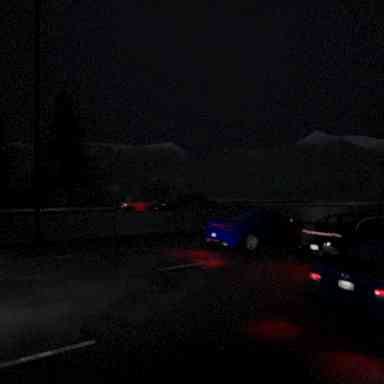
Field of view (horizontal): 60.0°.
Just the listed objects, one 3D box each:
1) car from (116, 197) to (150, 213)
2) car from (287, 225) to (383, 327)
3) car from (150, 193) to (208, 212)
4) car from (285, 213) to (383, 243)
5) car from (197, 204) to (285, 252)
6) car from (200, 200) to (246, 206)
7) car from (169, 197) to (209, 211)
[{"bbox_3d":[-5.254,1.280,33.497,4.553,1.767,2.097,0,0,-30],"label":"car"},{"bbox_3d":[4.602,1.538,6.646,5.357,1.411,2.033,0,0,-32],"label":"car"},{"bbox_3d":[-0.820,1.157,32.014,5.566,2.045,2.150,0,0,-29],"label":"car"},{"bbox_3d":[5.841,1.473,11.428,4.902,1.511,2.128,0,0,-31],"label":"car"},{"bbox_3d":[2.930,1.452,13.782,5.008,1.535,1.882,0,0,-31],"label":"car"},{"bbox_3d":[3.341,1.551,26.325,4.718,1.301,1.895,0,0,-28],"label":"car"},{"bbox_3d":[0.852,1.434,28.917,4.902,1.511,2.128,0,0,-28],"label":"car"}]
